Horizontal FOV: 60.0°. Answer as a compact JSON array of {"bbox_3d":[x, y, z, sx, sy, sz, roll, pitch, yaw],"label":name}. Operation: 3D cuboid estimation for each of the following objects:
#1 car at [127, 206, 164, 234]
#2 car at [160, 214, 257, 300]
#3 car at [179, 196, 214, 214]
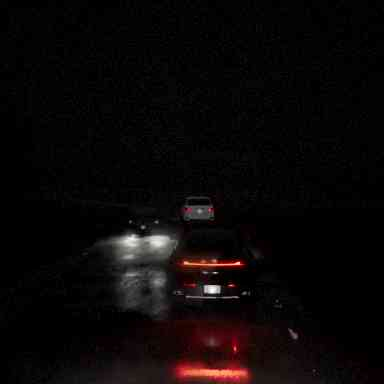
[{"bbox_3d":[-2.676,1.613,19.946,1.812,1.442,4.674,0,0,-2],"label":"car"},{"bbox_3d":[0.470,1.531,8.466,1.837,1.490,4.892,0,0,2],"label":"car"},{"bbox_3d":[0.309,1.336,24.479,2.150,2.045,5.566,0,0,-4],"label":"car"}]
